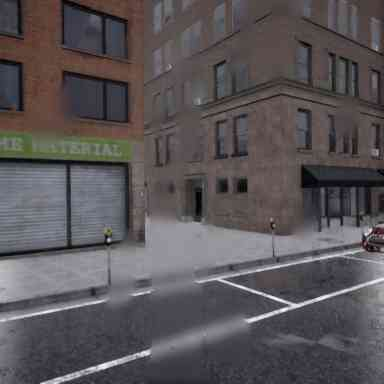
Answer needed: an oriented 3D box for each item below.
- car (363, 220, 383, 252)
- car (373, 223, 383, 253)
[{"bbox_3d":[8.157,1.439,12.428,4.097,1.590,1.967,0,-1,-35],"label":"car"},{"bbox_3d":[6.601,1.503,8.043,4.892,1.490,1.837,0,0,-35],"label":"car"}]
